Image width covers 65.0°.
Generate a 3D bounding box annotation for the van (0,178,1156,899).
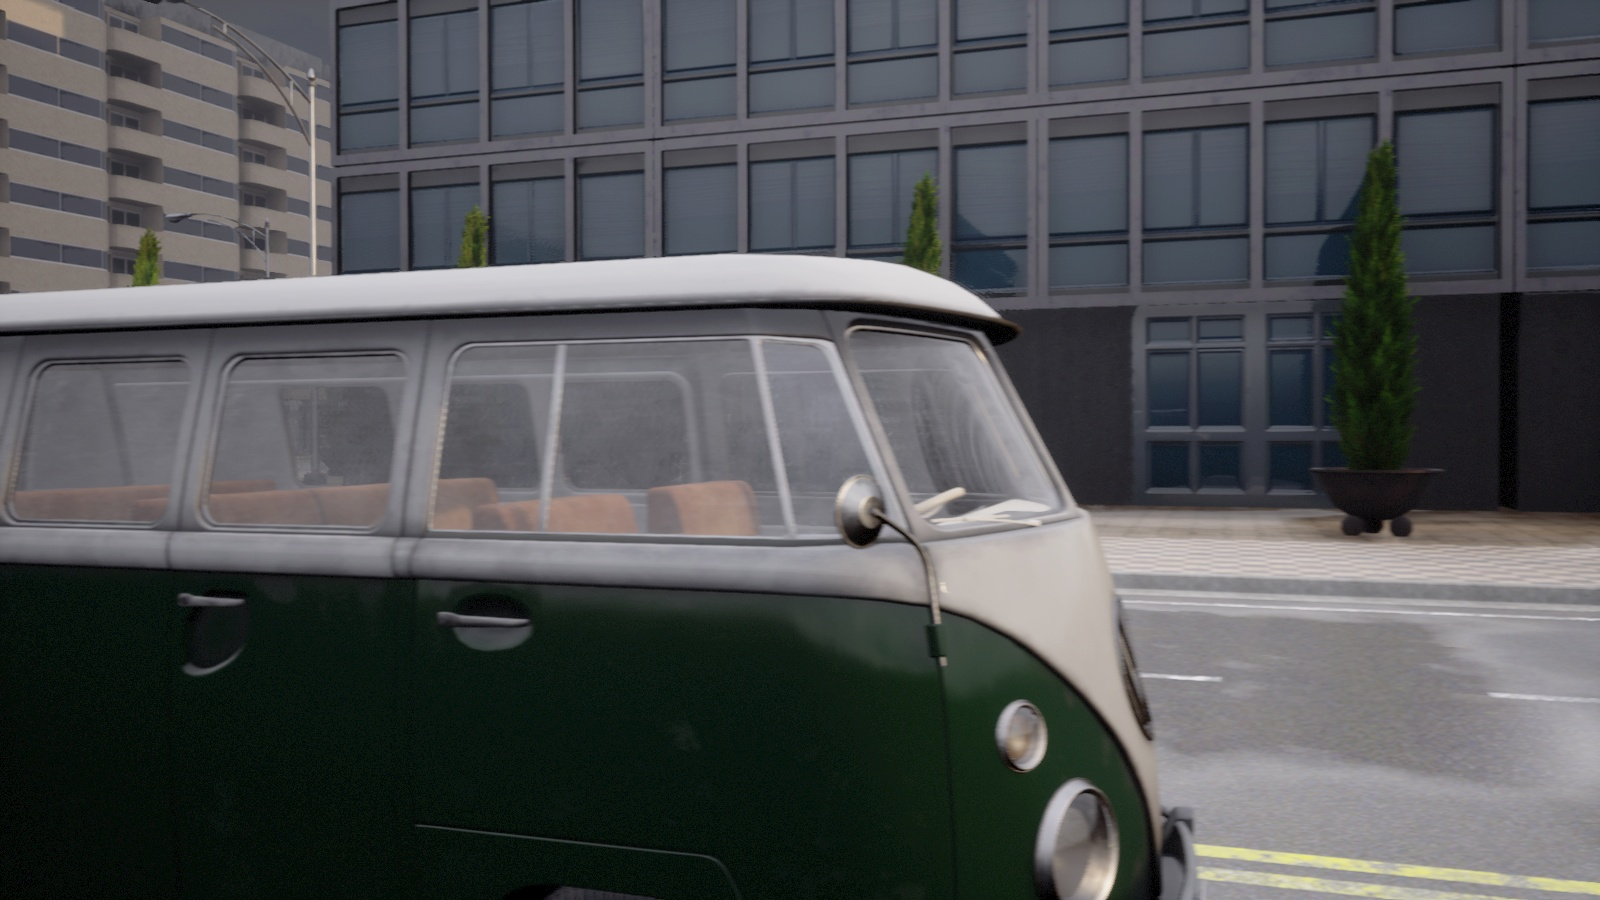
[{"bbox_3d":[-1.327,0.517,3.636,4.442,1.987,1.775,0,1,19],"label":"van"}]
